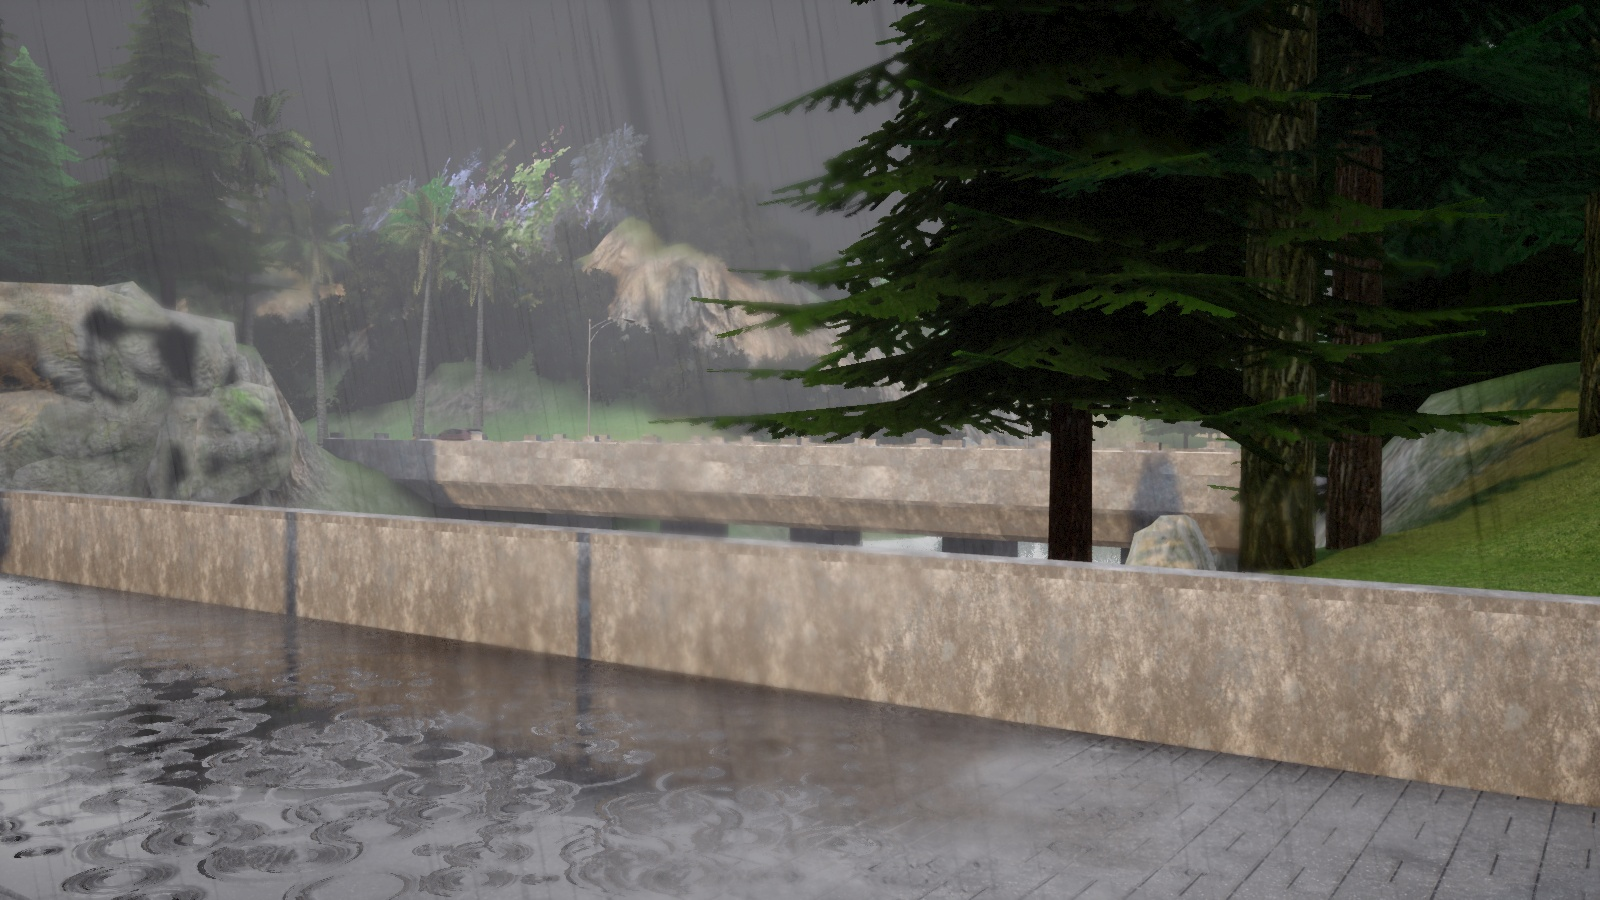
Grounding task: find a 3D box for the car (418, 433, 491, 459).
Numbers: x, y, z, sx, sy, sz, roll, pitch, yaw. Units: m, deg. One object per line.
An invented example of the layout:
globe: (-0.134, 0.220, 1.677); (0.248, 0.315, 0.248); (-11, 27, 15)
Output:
car: (-23.266, -0.280, 84.392); (4.856, 1.649, 2.033); (0, 1, 34)
